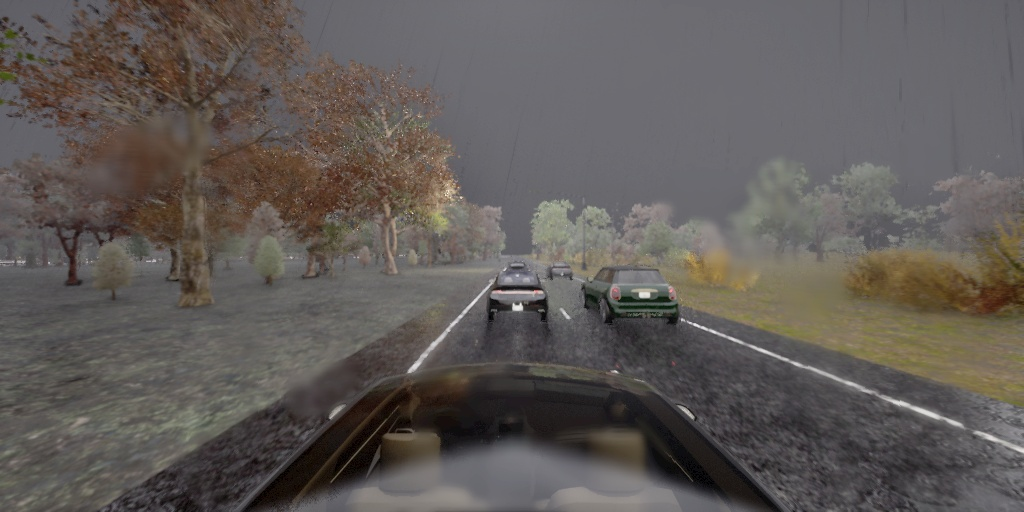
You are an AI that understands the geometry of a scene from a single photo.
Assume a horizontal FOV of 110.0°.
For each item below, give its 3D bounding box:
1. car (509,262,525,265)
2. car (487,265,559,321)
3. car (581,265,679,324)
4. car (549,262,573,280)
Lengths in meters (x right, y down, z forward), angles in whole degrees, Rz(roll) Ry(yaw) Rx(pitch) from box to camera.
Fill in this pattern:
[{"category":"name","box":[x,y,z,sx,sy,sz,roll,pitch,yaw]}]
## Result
[{"category":"car","box":[0.426,1.224,30.429,1.837,1.490,4.892,0,0,1]},{"category":"car","box":[0.185,1.230,12.390,2.128,1.511,4.902,0,0,1]},{"category":"car","box":[3.683,1.092,12.022,2.097,1.767,4.553,0,0,1]},{"category":"car","box":[3.926,1.212,30.294,2.128,1.511,4.902,0,0,1]}]
